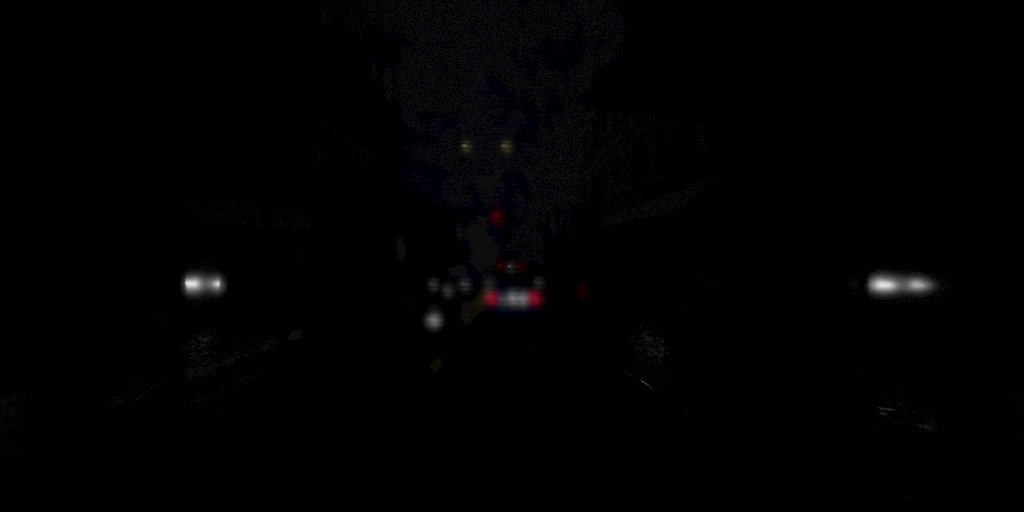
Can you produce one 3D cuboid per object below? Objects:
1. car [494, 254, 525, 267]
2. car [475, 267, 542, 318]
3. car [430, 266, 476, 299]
[{"bbox_3d":[-0.206,0.900,28.449,2.150,2.045,5.566,0,0,-3],"label":"car"},{"bbox_3d":[0.074,1.284,12.911,2.033,1.411,5.357,0,0,1],"label":"car"},{"bbox_3d":[-2.779,1.248,17.985,1.812,1.442,4.674,0,0,0],"label":"car"}]
